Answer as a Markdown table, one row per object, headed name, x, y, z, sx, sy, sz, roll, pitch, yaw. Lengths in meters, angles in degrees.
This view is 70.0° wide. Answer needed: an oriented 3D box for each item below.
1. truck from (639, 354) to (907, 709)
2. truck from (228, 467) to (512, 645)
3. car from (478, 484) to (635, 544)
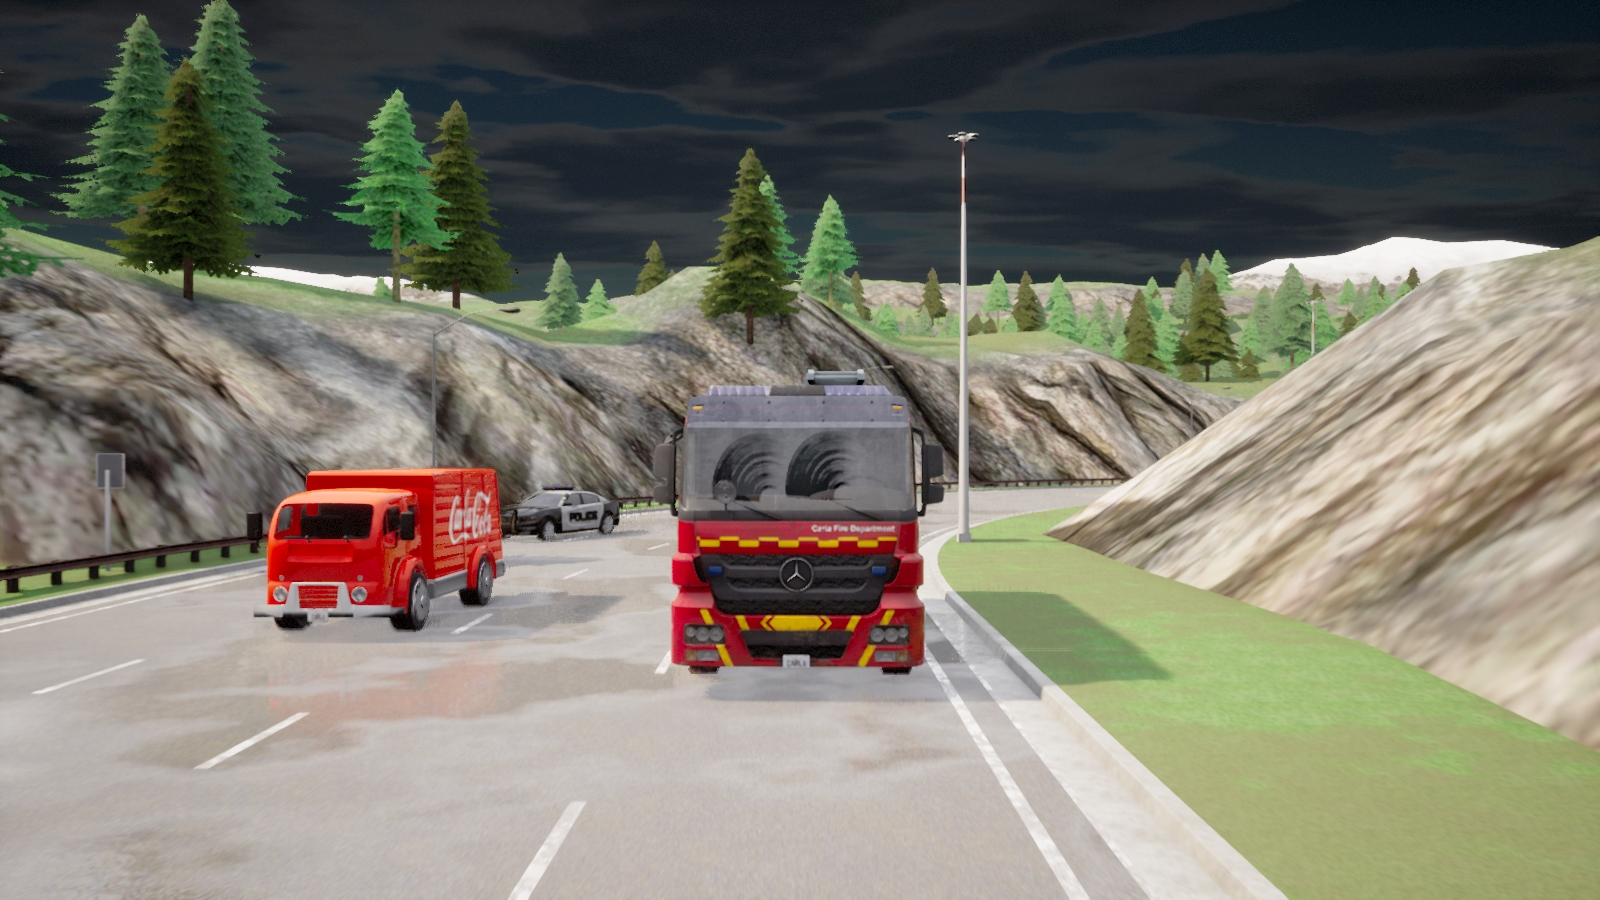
| name | x | y | z | sx | sy | sz | roll | pitch | yaw |
| --- | --- | --- | --- | --- | --- | --- | --- | --- | --- |
| truck | -0.194 | 0.879 | 16.586 | 2.891 | 3.827 | 8.468 | 0 | 0 | 1 |
| truck | -6.835 | 1.554 | 19.010 | 2.627 | 2.467 | 5.204 | 0 | 0 | 2 |
| car | -7.612 | 1.958 | 36.316 | 2.097 | 1.638 | 5.238 | 0 | 0 | 26 |
